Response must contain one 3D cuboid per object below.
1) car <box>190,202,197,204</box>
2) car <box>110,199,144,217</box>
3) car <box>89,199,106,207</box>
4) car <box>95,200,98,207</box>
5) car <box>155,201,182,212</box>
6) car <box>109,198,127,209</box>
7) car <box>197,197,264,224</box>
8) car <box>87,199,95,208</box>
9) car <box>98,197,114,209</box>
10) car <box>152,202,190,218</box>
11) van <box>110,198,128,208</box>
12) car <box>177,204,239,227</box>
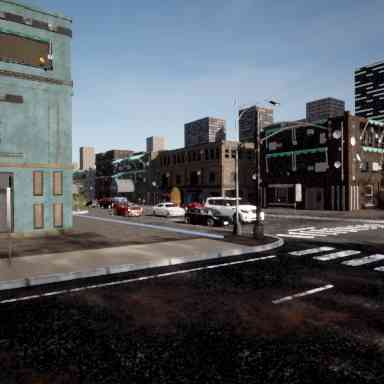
[{"bbox_3d":[-0.070,1.903,41.133,1.802,1.307,4.206,-2,0,-36],"label":"car"},{"bbox_3d":[-6.889,1.846,36.257,1.967,1.590,4.097,-1,0,-36],"label":"car"},{"bbox_3d":[-19.384,2.227,68.149,1.887,1.381,4.507,-1,0,-36],"label":"car"},{"bbox_3d":[-16.171,1.940,63.646,2.192,1.841,5.009,-1,0,-36],"label":"car"},{"bbox_3d":[-3.288,1.966,45.635,1.802,1.307,4.206,-2,0,-36],"label":"car"},{"bbox_3d":[-8.581,1.931,43.118,1.882,1.535,5.008,-1,0,-35],"label":"car"},{"bbox_3d":[3.165,1.445,26.662,2.150,2.045,5.566,-1,0,-35],"label":"car"},{"bbox_3d":[-19.196,2.159,63.450,2.128,1.511,4.902,-1,0,-36],"label":"car"},{"bbox_3d":[-13.421,2.066,55.370,1.837,1.490,4.892,-1,0,-36],"label":"car"},{"bbox_3d":[-2.537,1.862,34.646,1.812,1.442,4.674,-1,0,-35],"label":"car"},{"bbox_3d":[-12.951,1.907,59.143,1.690,1.788,3.998,-1,0,-36],"label":"van"},{"bbox_3d":[1.085,1.814,24.898,1.947,1.339,4.313,-2,0,-36],"label":"car"}]
